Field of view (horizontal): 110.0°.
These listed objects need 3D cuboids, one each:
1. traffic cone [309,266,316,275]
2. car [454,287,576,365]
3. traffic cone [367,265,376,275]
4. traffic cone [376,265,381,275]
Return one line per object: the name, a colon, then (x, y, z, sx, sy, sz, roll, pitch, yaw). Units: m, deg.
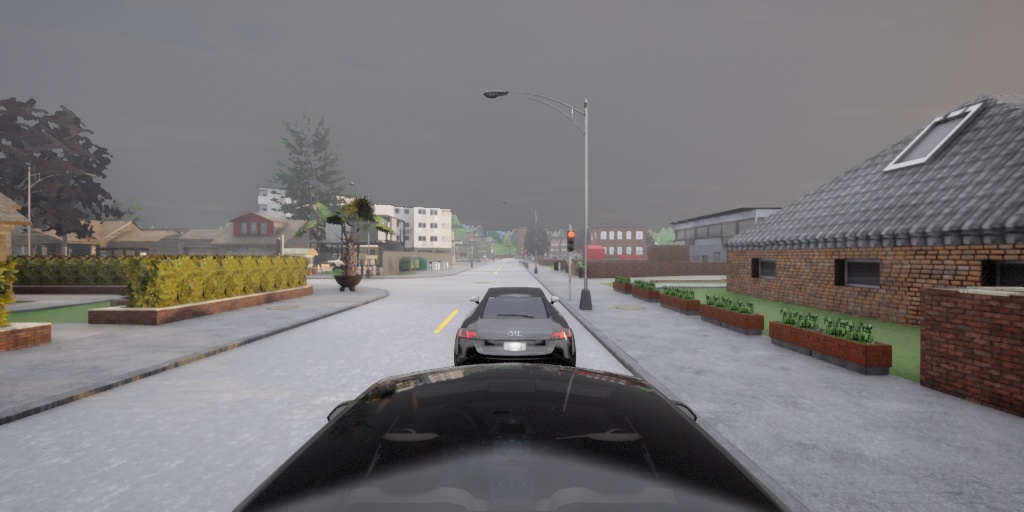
traffic cone: (-19.796, 1.567, 35.267, 0.344, 0.586, 0.344, 0, 0, 0)
car: (0.059, 1.314, 7.333, 1.994, 1.385, 4.181, 0, 0, 0)
traffic cone: (-15.749, 1.560, 40.150, 0.344, 0.586, 0.344, 0, 0, 0)
traffic cone: (-15.388, 1.556, 40.720, 0.344, 0.586, 0.344, 0, 0, 0)
